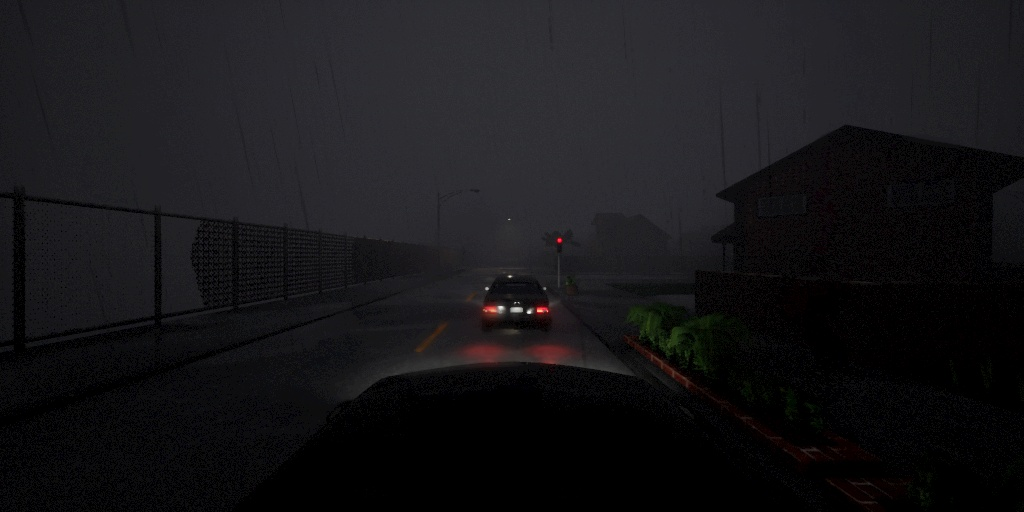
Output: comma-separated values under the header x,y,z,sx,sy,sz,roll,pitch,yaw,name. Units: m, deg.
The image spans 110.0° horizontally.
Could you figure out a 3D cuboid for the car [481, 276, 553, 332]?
x,y,z,sx,sy,sz,roll,pitch,yaw,name
0.118,1.297,10.825,2.033,1.411,5.357,0,0,0,car
